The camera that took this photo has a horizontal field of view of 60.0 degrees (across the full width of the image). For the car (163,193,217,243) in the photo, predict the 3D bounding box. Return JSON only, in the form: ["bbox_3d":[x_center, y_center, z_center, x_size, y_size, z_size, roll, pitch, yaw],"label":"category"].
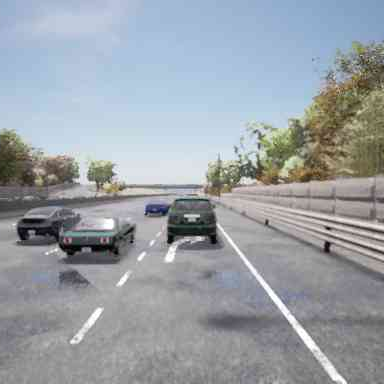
[{"bbox_3d":[0.002,1.206,16.114,2.150,2.045,5.566,0,0,0],"label":"car"}]

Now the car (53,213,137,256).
[{"bbox_3d":[-3.399,1.588,12.976,1.895,1.301,4.718,0,0,0],"label":"car"}]

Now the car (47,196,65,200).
[{"bbox_3d":[-24.496,1.602,61.692,1.895,1.301,4.718,0,0,0],"label":"car"}]

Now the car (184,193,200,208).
[{"bbox_3d":[0.005,1.212,47.961,2.150,2.045,5.566,0,0,0],"label":"car"}]

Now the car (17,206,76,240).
[{"bbox_3d":[-6.897,1.489,16.729,1.837,1.490,4.892,0,0,0],"label":"car"}]

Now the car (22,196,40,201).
[{"bbox_3d":[-31.494,1.561,65.220,1.994,1.385,4.181,0,0,0],"label":"car"}]

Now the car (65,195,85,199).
[{"bbox_3d":[-21.009,1.364,61.030,2.097,1.767,4.553,0,0,0],"label":"car"}]

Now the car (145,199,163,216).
[{"bbox_3d":[-3.397,1.457,32.463,1.882,1.535,5.008,0,0,0],"label":"car"}]

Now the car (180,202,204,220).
[{"bbox_3d":[0.003,1.579,29.101,1.895,1.301,4.718,0,0,0],"label":"car"}]
